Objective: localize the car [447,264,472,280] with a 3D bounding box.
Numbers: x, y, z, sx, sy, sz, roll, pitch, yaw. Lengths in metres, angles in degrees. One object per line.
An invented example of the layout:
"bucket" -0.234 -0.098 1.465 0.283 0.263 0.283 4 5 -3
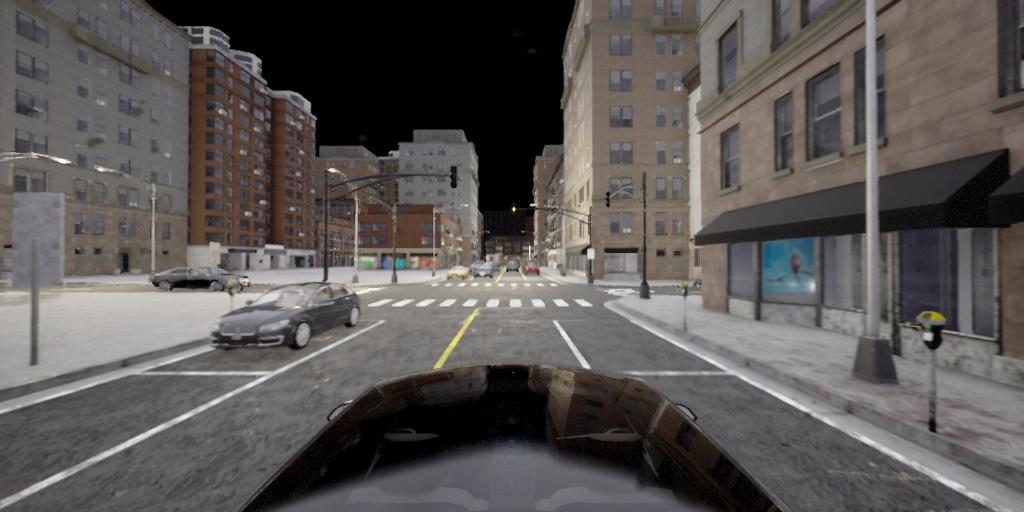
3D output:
"car" -5.388 1.610 35.869 1.751 1.417 4.829 0 0 0

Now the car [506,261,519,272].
"car" 0.098 1.870 58.665 1.994 1.385 4.181 0 -1 0

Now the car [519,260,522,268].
"car" 2.636 1.566 53.024 2.192 1.841 5.009 0 0 0

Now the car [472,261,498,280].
"car" -2.847 1.583 36.809 2.128 1.511 4.902 0 -1 0

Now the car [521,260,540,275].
"car" 2.636 1.635 47.363 1.967 1.591 4.097 0 0 0

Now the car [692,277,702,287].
"car" 15.005 1.596 23.833 5.357 1.411 2.033 0 -1 0

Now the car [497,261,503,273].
"car" -2.824 1.824 53.933 1.994 1.385 4.181 0 -1 0

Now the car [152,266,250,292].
"car" -17.942 1.344 20.858 4.902 1.511 2.128 0 -1 0

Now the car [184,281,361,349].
"car" -5.387 1.373 9.195 2.007 1.370 4.403 0 0 0
